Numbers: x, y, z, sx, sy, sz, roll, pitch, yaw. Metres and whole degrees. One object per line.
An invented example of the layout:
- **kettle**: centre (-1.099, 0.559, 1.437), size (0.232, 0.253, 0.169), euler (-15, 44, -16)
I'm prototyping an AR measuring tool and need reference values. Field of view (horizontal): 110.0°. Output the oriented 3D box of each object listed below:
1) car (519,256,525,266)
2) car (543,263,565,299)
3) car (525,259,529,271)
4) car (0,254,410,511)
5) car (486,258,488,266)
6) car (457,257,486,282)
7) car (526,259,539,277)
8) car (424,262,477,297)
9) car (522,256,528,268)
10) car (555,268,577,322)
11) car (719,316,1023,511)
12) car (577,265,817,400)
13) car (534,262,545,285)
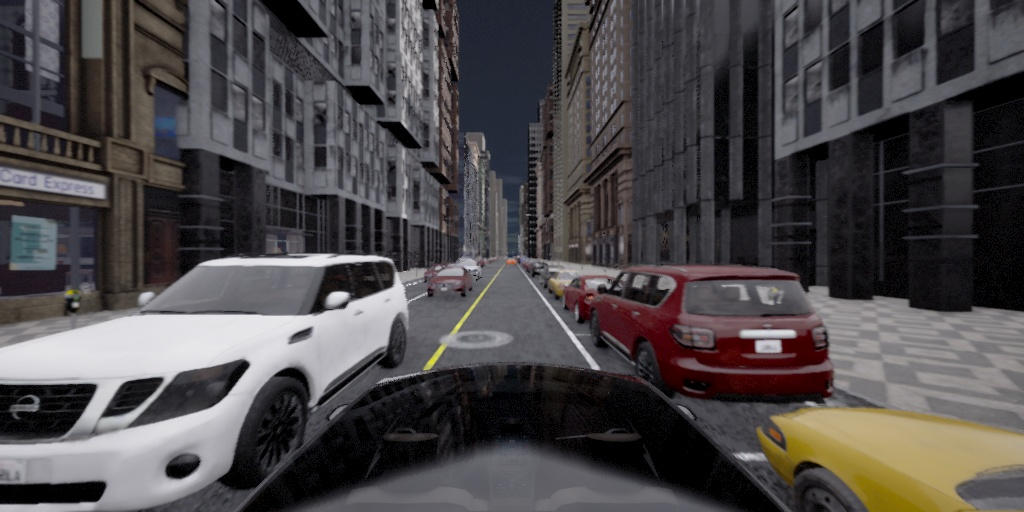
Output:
- **car**: centre (2.623, 1.125, 56.662), size (1.967, 1.591, 4.097), euler (0, 0, 0)
- **car**: centre (2.727, 1.250, 17.621), size (1.751, 1.417, 4.829), euler (0, 0, 0)
- **car**: centre (2.668, 1.282, 39.858), size (1.802, 1.307, 4.207), euler (0, 0, 0)
- **car**: centre (-3.104, 0.977, 4.955), size (2.150, 2.045, 5.566), euler (0, 0, 0)
- **car**: centre (-5.917, 1.015, 62.227), size (2.192, 1.841, 5.009), euler (0, 0, 0)
- **car**: centre (-3.057, 0.908, 24.719), size (1.812, 1.442, 4.674), euler (0, 0, 0)
- **car**: centre (2.683, 1.272, 34.256), size (1.948, 1.339, 4.313), euler (0, 0, 0)
- **car**: centre (-3.121, 1.263, 18.899), size (1.812, 1.442, 4.674), euler (0, 0, 0)
- **car**: centre (2.653, 1.135, 45.459), size (1.967, 1.591, 4.097), euler (0, 0, 0)
- **car**: centre (2.742, 1.276, 11.849), size (1.888, 1.381, 4.507), euler (0, 0, 0)
- **car**: centre (2.772, 1.270, 0.815), size (1.751, 1.417, 4.829), euler (0, 0, 0)
- **car**: centre (2.757, 1.053, 6.247), size (2.192, 1.841, 5.009), euler (0, 0, 0)
- **car**: centre (2.712, 1.269, 23.053), size (2.007, 1.370, 4.403), euler (0, 0, 0)
